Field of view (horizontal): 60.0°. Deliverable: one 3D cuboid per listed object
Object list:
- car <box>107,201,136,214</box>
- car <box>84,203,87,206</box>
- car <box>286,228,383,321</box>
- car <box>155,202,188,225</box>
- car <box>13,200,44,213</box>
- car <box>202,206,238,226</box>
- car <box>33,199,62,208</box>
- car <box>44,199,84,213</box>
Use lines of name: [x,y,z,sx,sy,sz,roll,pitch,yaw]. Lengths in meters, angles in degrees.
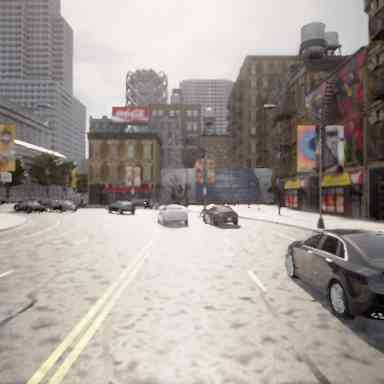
car: [-8.502,1.853,39.869,2.128,1.511,4.902,1,-1,-37]
car: [-20.743,2.104,58.020,4.718,1.301,1.895,0,-1,29]
car: [3.556,1.583,7.474,1.837,1.490,4.892,0,0,0]
car: [-1.550,1.770,26.126,1.812,1.442,4.674,0,-1,-14]
car: [-20.432,1.906,41.830,5.357,1.411,2.033,0,-1,37]
car: [2.139,1.772,25.736,1.812,1.442,4.674,0,-1,-12]
car: [-26.057,2.040,60.166,4.674,1.452,2.002,0,-1,19]
car: [-16.691,1.870,43.227,4.902,1.511,2.128,0,-1,40]
